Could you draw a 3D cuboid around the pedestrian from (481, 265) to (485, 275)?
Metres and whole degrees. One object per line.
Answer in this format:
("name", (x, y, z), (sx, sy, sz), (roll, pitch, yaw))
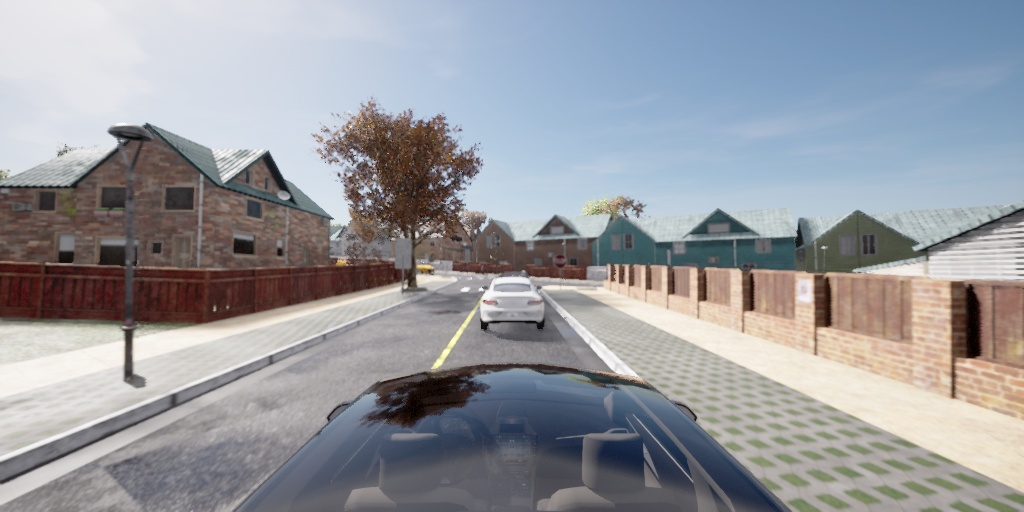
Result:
("pedestrian", (-3.456, 1.579, 42.645), (0.375, 1.300, 0.375), (-1, -5, 32))

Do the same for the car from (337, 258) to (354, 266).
("car", (-21.631, 0.964, 46.972), (5.008, 1.535, 1.882), (2, -1, 32))

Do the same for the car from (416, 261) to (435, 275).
("car", (-10.858, 1.298, 40.326), (5.008, 1.535, 1.882), (2, -1, 32))

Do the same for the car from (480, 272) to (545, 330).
("car", (0.008, 1.390, 11.550), (1.812, 1.442, 4.674), (0, -1, 0))
